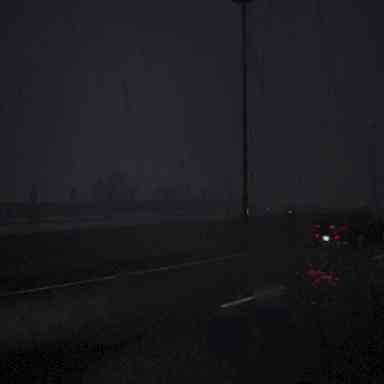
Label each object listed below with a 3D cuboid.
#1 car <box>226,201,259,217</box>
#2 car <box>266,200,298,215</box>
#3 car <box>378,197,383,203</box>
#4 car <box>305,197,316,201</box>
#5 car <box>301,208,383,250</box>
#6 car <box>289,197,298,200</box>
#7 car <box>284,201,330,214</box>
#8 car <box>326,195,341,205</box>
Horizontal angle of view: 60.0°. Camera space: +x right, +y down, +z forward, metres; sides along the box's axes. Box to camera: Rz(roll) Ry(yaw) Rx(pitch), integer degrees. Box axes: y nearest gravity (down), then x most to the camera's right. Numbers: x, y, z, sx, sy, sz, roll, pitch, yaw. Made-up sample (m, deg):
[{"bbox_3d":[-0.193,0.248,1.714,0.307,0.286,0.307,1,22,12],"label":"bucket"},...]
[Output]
[{"bbox_3d":[5.217,1.678,33.903,1.812,1.442,4.674,0,0,37],"label":"car"},{"bbox_3d":[9.166,1.744,33.314,1.895,1.301,4.718,0,0,36],"label":"car"},{"bbox_3d":[44.514,1.749,76.629,1.895,1.301,4.718,0,0,12],"label":"car"},{"bbox_3d":[25.458,1.826,71.647,1.994,1.385,4.181,0,0,12],"label":"car"},{"bbox_3d":[6.983,1.551,14.619,4.892,1.490,1.837,0,0,-43],"label":"car"},{"bbox_3d":[22.034,1.824,72.373,1.812,1.442,4.674,0,0,12],"label":"car"},{"bbox_3d":[9.909,1.714,28.510,1.895,1.301,4.718,0,0,38],"label":"car"},{"bbox_3d":[27.635,1.535,65.184,2.150,2.045,5.566,0,0,14],"label":"car"}]
